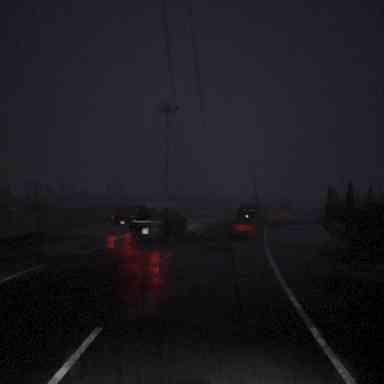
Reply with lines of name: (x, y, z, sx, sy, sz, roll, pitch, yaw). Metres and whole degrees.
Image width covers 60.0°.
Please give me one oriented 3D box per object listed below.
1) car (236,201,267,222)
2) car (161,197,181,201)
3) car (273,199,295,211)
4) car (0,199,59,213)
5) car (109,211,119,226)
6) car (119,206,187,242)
car: (4.750, 1.510, 26.402, 1.837, 1.490, 4.892, 0, 0, 18)
car: (-2.918, 1.467, 44.682, 2.128, 1.511, 4.902, 0, 0, 27)
car: (11.332, 1.545, 41.244, 1.812, 1.442, 4.674, 0, 0, 28)
car: (-13.354, 1.496, 27.764, 2.033, 1.411, 5.357, 0, 0, 17)
car: (-3.724, 1.581, 22.620, 1.895, 1.301, 4.718, 0, 0, 14)
car: (-1.522, 1.481, 16.493, 2.128, 1.511, 4.902, 0, 0, 11)
